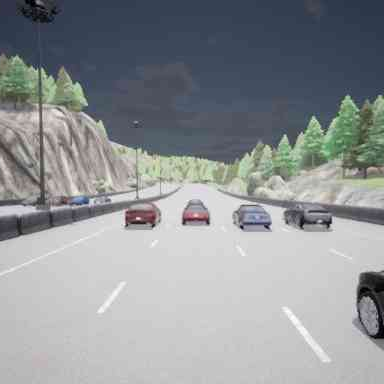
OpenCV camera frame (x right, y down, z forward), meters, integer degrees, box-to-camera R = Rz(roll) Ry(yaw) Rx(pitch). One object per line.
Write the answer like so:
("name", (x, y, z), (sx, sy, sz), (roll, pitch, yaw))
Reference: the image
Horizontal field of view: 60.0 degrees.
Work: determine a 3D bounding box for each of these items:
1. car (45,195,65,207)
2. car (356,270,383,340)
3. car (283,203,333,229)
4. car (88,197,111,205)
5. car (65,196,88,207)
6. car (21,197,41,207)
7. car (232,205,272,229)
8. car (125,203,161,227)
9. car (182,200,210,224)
("car", (-20.598, 1.295, 50.829), (2.097, 1.767, 4.553), (0, 0, 1))
("car", (3.626, 1.474, 3.495), (1.882, 1.535, 5.008), (0, 0, 0))
("car", (7.268, 1.468, 21.273), (2.128, 1.511, 4.902), (0, 0, 0))
("car", (-13.601, 1.440, 50.562), (2.128, 1.511, 4.902), (0, 0, 1))
("car", (-17.100, 1.426, 50.645), (1.882, 1.535, 5.008), (0, 0, 1))
("car", (-24.100, 1.474, 50.662), (1.812, 1.442, 4.674), (0, 0, 1))
("car", (3.770, 1.524, 21.552), (2.033, 1.411, 5.357), (0, 0, 0))
("car", (-3.222, 1.454, 22.511), (1.882, 1.535, 5.008), (0, 0, 0))
("car", (0.295, 1.538, 24.640), (1.994, 1.385, 4.181), (0, 0, 0))
